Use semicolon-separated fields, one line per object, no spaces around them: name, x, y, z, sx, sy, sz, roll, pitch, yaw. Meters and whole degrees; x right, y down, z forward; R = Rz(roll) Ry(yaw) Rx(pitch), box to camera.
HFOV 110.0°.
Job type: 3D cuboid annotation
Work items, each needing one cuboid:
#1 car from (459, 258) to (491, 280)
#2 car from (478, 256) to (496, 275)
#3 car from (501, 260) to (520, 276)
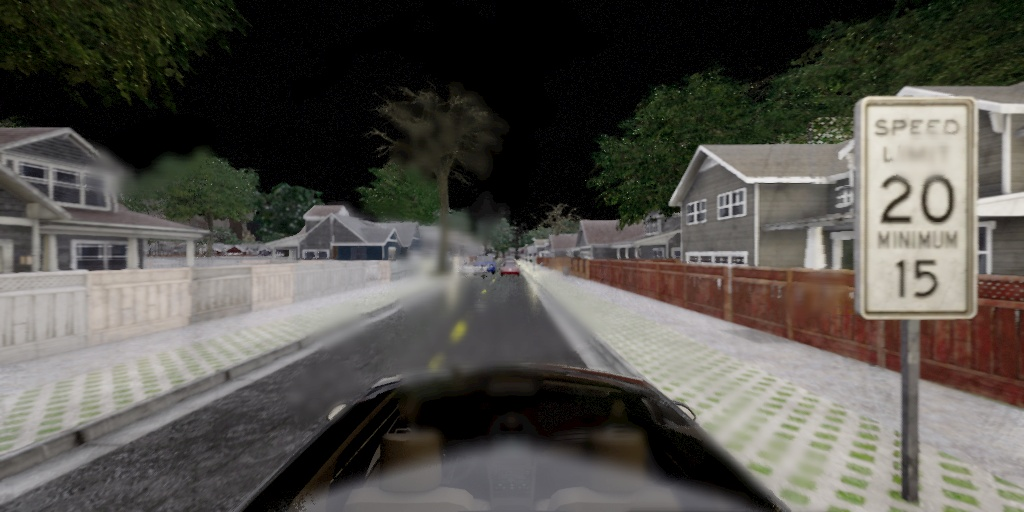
car;-2.876;1.021;27.389;1.895;1.301;4.718;0;0;0
car;-2.946;0.997;40.590;2.150;2.045;5.566;0;0;0
car;-0.173;1.329;37.277;1.994;1.385;4.181;0;0;0
